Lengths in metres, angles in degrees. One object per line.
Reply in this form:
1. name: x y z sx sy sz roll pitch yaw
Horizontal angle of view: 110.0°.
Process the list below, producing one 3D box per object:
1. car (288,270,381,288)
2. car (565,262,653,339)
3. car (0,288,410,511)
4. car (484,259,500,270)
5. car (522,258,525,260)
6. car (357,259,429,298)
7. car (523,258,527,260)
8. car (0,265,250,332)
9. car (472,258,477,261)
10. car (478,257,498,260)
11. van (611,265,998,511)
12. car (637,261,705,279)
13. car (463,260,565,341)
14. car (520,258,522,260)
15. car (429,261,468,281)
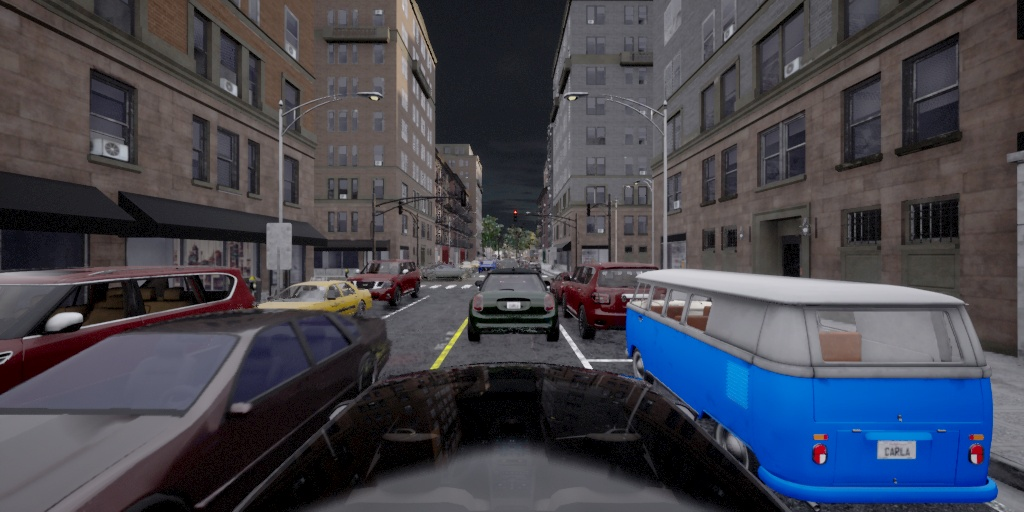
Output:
1. car: -5.411 1.275 9.805 1.751 1.417 4.829 0 0 0
2. car: 2.626 1.065 9.986 2.192 1.841 5.009 0 0 0
3. car: -2.833 1.297 3.525 2.033 1.411 5.357 0 0 0
4. car: -2.915 1.241 52.875 2.128 1.511 4.902 0 0 0
5. car: 2.571 1.294 48.155 1.888 1.381 4.507 0 0 0
6. car: -5.420 1.064 15.654 2.192 1.841 5.009 0 0 0
7. car: 2.579 1.300 42.673 2.007 1.370 4.403 0 0 0
8. car: -5.402 1.065 4.298 2.192 1.841 5.009 0 0 0
9. car: -5.474 1.274 42.492 1.751 1.417 4.829 0 0 0
10. car: -2.902 1.227 42.908 1.882 1.535 5.008 0 0 0
11. van: 2.635 1.091 4.307 1.690 1.789 3.998 0 0 0
12. car: 13.589 1.172 30.834 4.902 1.511 2.128 0 0 0
13. car: 0.022 1.102 10.002 2.097 1.767 4.553 0 0 0
14. car: 2.563 1.300 53.637 2.007 1.370 4.403 0 0 0
15. car: -5.355 1.331 29.774 4.181 1.385 1.994 0 0 -19
